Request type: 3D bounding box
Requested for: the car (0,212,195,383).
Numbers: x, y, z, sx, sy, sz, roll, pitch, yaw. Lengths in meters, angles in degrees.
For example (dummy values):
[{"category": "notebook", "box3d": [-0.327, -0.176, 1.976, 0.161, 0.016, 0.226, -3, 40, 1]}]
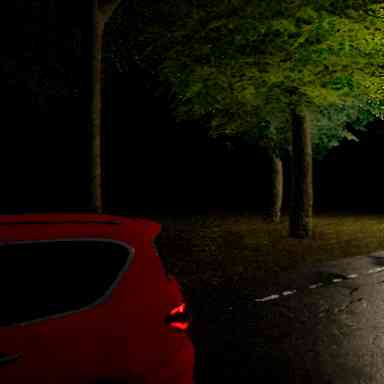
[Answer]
[{"category": "car", "box3d": [-2.573, 1.213, 2.153, 5.566, 2.045, 2.150, 1, 0, -36]}]
